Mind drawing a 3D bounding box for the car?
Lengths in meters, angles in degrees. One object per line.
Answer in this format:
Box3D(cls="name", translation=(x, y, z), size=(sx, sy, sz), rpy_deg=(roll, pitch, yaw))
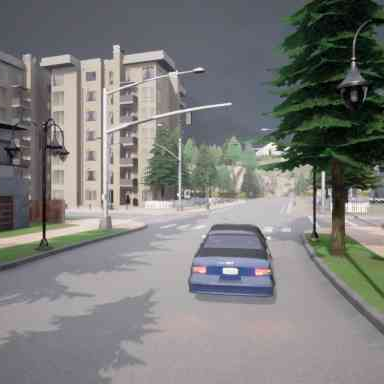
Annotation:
Box3D(cls="car", translation=(1.131, 1.547, 8.790), size=(2.033, 1.411, 5.357), rpy_deg=(0, 0, 9))
